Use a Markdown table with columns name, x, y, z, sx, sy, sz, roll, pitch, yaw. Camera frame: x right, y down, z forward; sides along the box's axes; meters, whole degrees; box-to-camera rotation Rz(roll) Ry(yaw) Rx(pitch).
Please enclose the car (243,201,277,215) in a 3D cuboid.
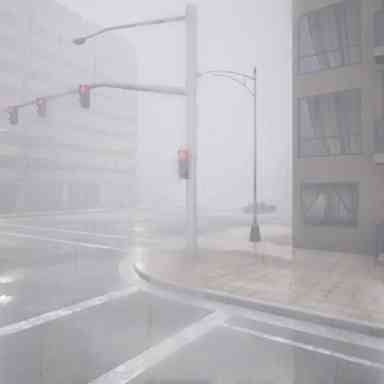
| name | x | y | z | sx | sy | sz | roll | pitch | yaw |
| --- | --- | --- | --- | --- | --- | --- | --- | --- | --- |
| car | 7.100 | 1.611 | 34.185 | 1.895 | 1.301 | 4.718 | 0 | 0 | 35 |
